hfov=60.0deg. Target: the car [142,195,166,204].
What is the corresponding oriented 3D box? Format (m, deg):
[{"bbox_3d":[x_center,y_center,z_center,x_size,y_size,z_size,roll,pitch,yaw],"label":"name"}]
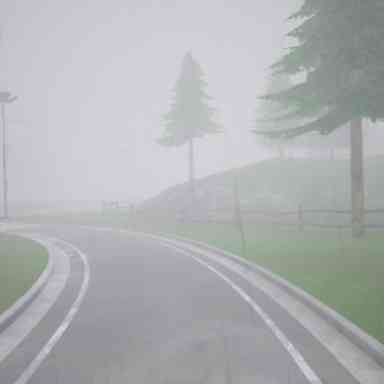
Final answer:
[{"bbox_3d":[-8.585,1.831,72.359,1.895,1.301,4.718,-1,0,40],"label":"car"}]
